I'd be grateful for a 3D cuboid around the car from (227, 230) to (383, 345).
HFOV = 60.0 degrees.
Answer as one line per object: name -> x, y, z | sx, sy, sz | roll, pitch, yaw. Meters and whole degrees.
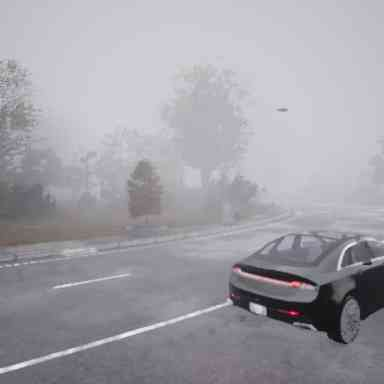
car -> 2.800, 1.511, 6.507 | 4.902, 1.511, 2.128 | 0, 0, -41
